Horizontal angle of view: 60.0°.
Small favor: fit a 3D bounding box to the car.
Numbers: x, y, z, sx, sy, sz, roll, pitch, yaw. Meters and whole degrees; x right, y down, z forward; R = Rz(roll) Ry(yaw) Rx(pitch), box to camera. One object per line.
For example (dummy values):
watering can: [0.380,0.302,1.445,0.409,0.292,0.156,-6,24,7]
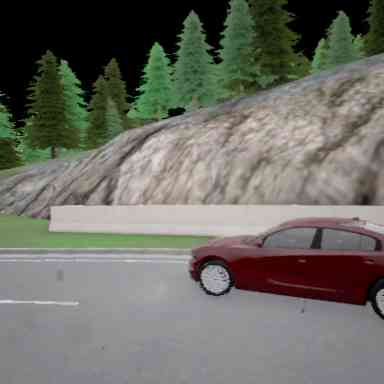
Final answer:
car: [2.278,1.234,6.490,5.008,1.535,1.882,-1,1,29]
